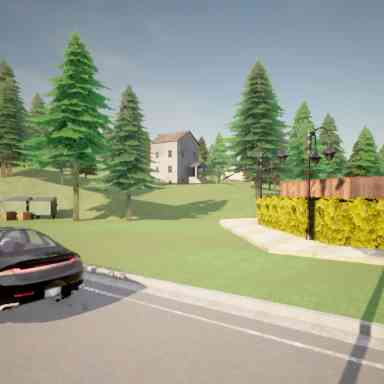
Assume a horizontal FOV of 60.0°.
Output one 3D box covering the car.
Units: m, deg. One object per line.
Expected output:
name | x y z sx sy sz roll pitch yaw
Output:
car | -4.344 1.492 7.089 4.902 1.511 2.128 0 0 36
